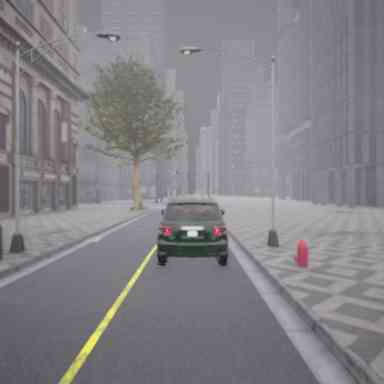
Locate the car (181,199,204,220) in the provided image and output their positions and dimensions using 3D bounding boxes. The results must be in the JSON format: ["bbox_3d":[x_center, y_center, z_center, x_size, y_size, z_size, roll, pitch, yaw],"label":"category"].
[{"bbox_3d":[0.061,1.496,29.150,1.882,1.535,5.008,0,0,0],"label":"car"}]

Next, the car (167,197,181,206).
[{"bbox_3d":[-3.031,1.566,57.618,2.128,1.511,4.902,0,0,1],"label":"car"}]

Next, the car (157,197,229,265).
[{"bbox_3d":[0.035,1.229,11.840,2.150,2.045,5.566,0,0,0],"label":"car"}]
